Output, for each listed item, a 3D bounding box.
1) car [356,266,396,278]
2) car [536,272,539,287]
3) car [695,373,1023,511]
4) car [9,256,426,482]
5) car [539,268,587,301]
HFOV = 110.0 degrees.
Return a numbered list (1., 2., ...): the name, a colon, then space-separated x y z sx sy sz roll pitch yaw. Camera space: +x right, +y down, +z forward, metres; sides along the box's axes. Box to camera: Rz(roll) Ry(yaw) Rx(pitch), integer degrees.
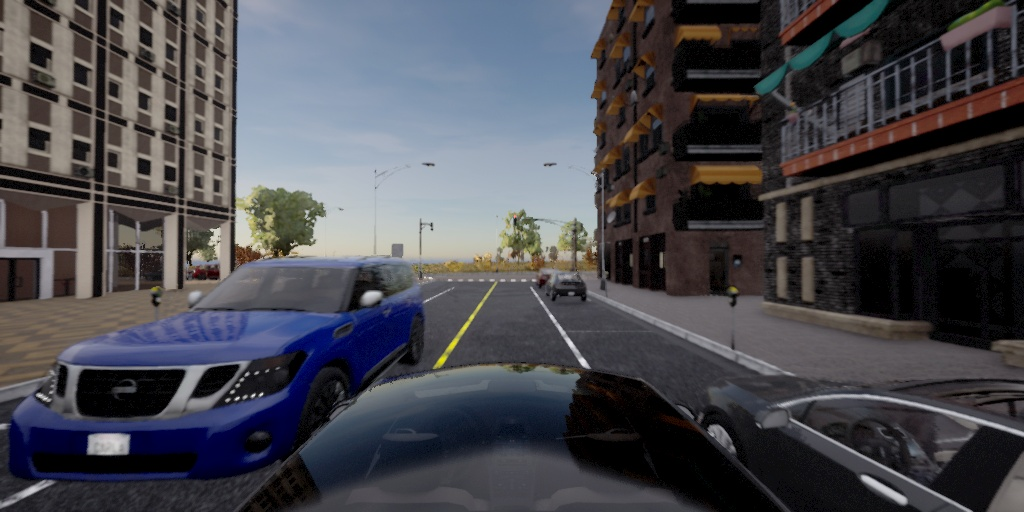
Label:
1. car: -16.743 1.944 44.341 4.181 1.385 1.994 -1 -1 -1
2. car: 2.692 1.550 26.186 1.888 1.381 4.507 0 0 0
3. car: 2.565 1.300 1.680 2.007 1.370 4.403 0 0 0
4. car: -2.852 1.009 5.302 2.150 2.045 5.566 0 -1 0
5. car: 2.660 1.473 18.257 2.007 1.370 4.403 0 0 0
